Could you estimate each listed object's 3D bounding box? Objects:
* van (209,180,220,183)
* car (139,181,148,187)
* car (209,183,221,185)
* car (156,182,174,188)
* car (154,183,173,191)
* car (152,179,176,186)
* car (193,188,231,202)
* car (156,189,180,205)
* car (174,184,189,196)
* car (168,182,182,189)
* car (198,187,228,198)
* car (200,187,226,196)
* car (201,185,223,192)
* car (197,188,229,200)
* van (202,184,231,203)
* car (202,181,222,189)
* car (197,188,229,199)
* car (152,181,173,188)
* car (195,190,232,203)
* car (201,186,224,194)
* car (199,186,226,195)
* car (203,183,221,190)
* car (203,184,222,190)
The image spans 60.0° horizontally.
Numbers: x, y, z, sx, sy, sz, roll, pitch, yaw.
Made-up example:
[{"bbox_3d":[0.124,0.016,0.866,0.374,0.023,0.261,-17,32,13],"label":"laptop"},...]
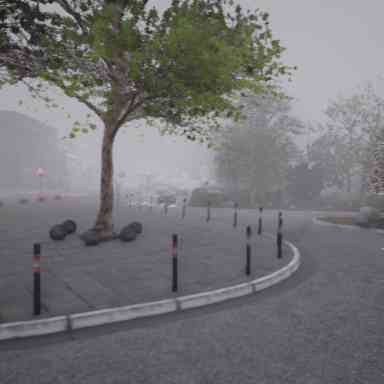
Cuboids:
[{"bbox_3d":[4.418,-0.800,70.091,4.442,1.987,1.878,2,3,3],"label":"van"},{"bbox_3d":[-13.318,-2.244,91.480,1.812,1.442,4.674,2,3,3],"label":"car"},{"bbox_3d":[3.700,-0.203,59.026,4.553,1.767,2.185,2,3,3],"label":"car"},{"bbox_3d":[-7.544,-2.044,92.160,4.674,1.452,2.002,2,3,3],"label":"car"},{"bbox_3d":[-4.901,-0.281,56.206,1.882,1.535,5.008,2,3,4],"label":"car"},{"bbox_3d":[-7.881,-2.084,86.556,5.566,2.045,2.435,2,3,3],"label":"car"},{"bbox_3d":[2.850,0.415,47.974,5.366,1.575,1.946,2,3,3],"label":"car"},{"bbox_3d":[-2.757,0.739,38.640,1.895,1.301,4.718,2,2,1],"label":"car"},{"bbox_3d":[-1.488,-0.117,56.568,1.812,1.442,4.674,2,3,3],"label":"car"},{"bbox_3d":[-3.965,-0.863,71.658,1.895,1.301,4.718,2,3,3],"label":"car"},{"bbox_3d":[3.513,0.047,56.265,5.008,1.535,2.097,2,3,3],"label":"car"},{"bbox_3d":[3.817,-0.165,61.804,4.674,1.452,2.002,2,3,3],"label":"car"},{"bbox_3d":[4.577,-0.801,75.647,4.792,1.488,2.163,2,3,3],"label":"car"},{"bbox_3d":[3.220,0.330,50.730,4.792,1.488,2.163,2,3,3],"label":"car"},{"bbox_3d":[2.612,0.449,42.423,4.442,1.987,1.878,2,3,3],"label":"van"},{"bbox_3d":[5.688,-1.953,95.013,5.566,2.045,2.435,2,3,3],"label":"car"},{"bbox_3d":[3.344,0.174,53.498,4.892,1.521,2.231,2,3,3],"label":"car"},{"bbox_3d":[-7.888,-1.969,89.372,5.366,1.575,1.946,2,3,3],"label":"car"},{"bbox_3d":[2.906,0.583,45.193,4.792,1.488,2.163,2,3,3],"label":"car"},{"bbox_3d":[4.131,-0.415,67.343,4.674,1.452,2.002,2,3,3],"label":"car"},{"bbox_3d":[3.973,-0.330,64.571,5.008,1.535,2.097,2,3,3],"label":"car"},{"bbox_3d":[5.555,-1.577,92.254,5.008,1.535,2.097,2,3,3],"label":"car"},{"bbox_3d":[5.242,-1.326,86.717,4.892,1.521,2.231,2,3,3],"label":"car"}]
